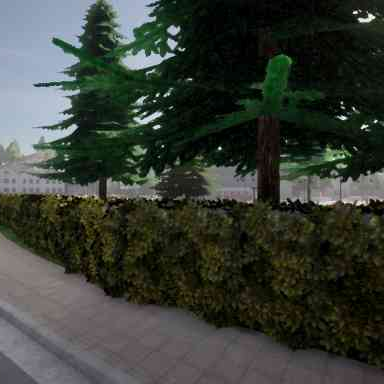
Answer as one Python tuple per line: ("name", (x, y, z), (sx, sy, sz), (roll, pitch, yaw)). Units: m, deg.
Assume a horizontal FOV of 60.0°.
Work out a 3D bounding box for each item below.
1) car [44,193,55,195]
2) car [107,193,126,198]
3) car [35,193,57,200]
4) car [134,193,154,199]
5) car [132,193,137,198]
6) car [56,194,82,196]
("car", (-29.605, 1.298, 72.236), (4.514, 1.523, 2.007), (0, 0, -36))
("car", (-20.307, 1.154, 90.342), (5.027, 1.636, 2.152), (0, 0, -36))
("car", (-36.273, 1.097, 82.782), (4.605, 1.855, 1.932), (0, 0, -36))
("car", (-7.908, 1.384, 60.724), (3.806, 1.475, 1.970), (0, 0, -36))
("car", (-10.838, 1.097, 77.812), (4.605, 1.855, 1.932), (0, 0, -36))
("car", (-23.826, 1.320, 64.084), (3.633, 1.501, 1.845), (0, 0, -36))
